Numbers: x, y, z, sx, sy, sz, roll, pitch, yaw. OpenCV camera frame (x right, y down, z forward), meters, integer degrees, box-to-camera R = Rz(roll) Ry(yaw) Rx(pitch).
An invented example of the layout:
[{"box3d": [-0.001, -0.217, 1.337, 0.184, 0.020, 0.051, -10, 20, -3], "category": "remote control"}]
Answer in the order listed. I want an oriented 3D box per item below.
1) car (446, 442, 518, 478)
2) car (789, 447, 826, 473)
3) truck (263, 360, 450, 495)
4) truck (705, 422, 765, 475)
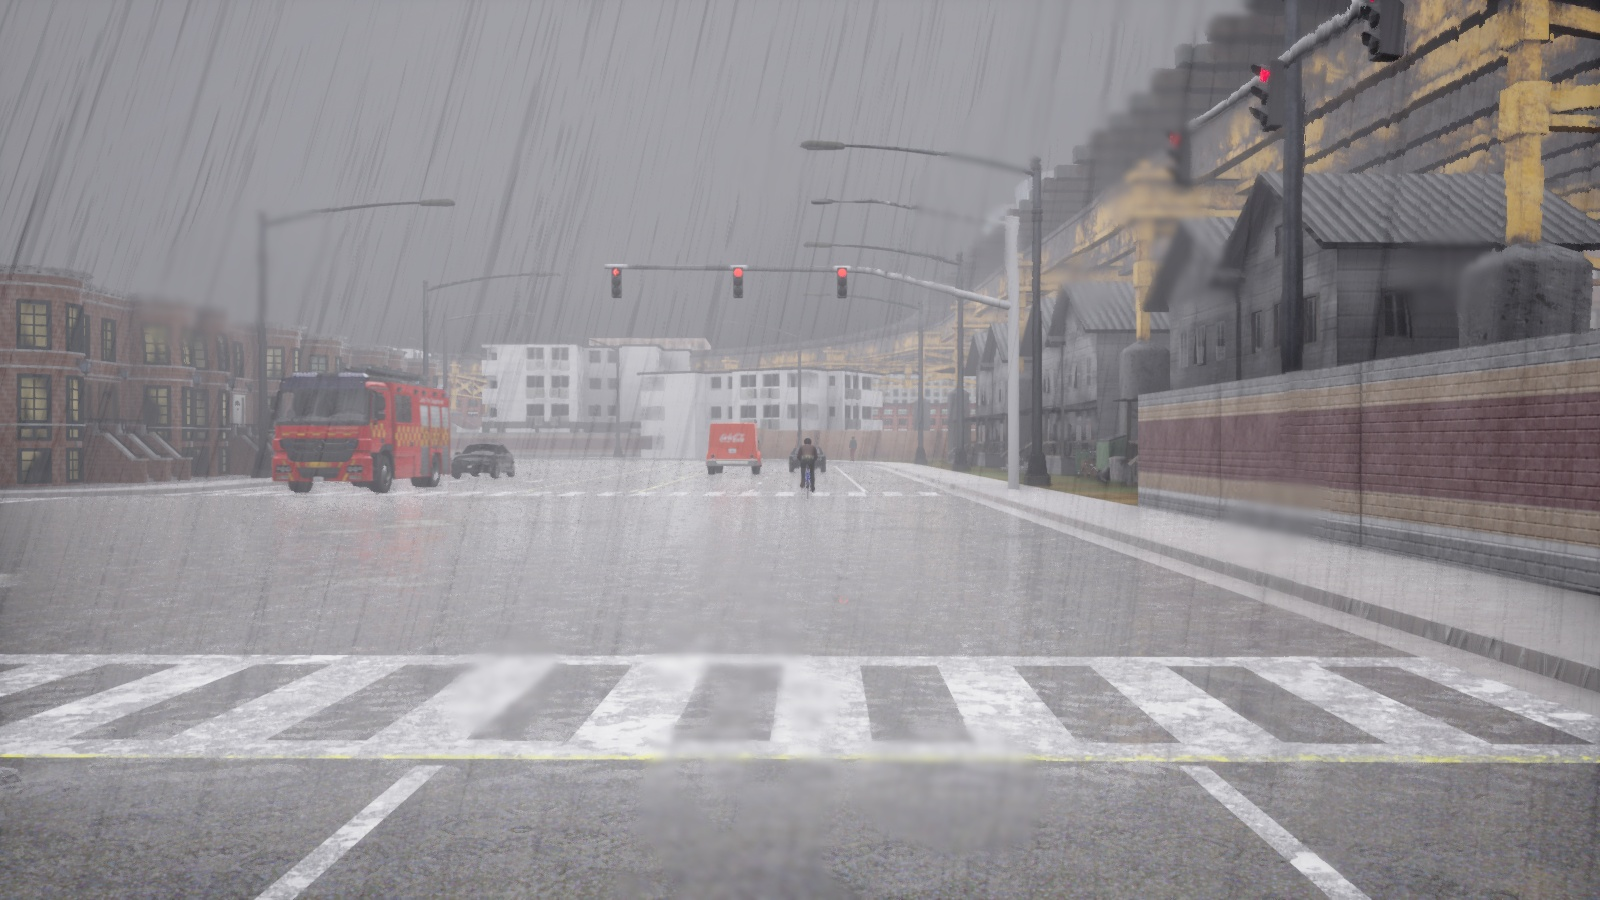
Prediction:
[{"box3d": [-13.675, 0.436, 54.309, 1.837, 1.490, 4.892, 0, 0, 0], "category": "car"}, {"box3d": [0.387, 0.479, 65.182, 1.895, 1.301, 4.718, 0, 0, 0], "category": "car"}, {"box3d": [-13.766, -0.654, 39.889, 2.891, 3.827, 8.468, 0, 0, 1], "category": "truck"}, {"box3d": [-3.134, -0.089, 61.281, 2.627, 2.467, 5.204, 0, 0, 0], "category": "truck"}]
